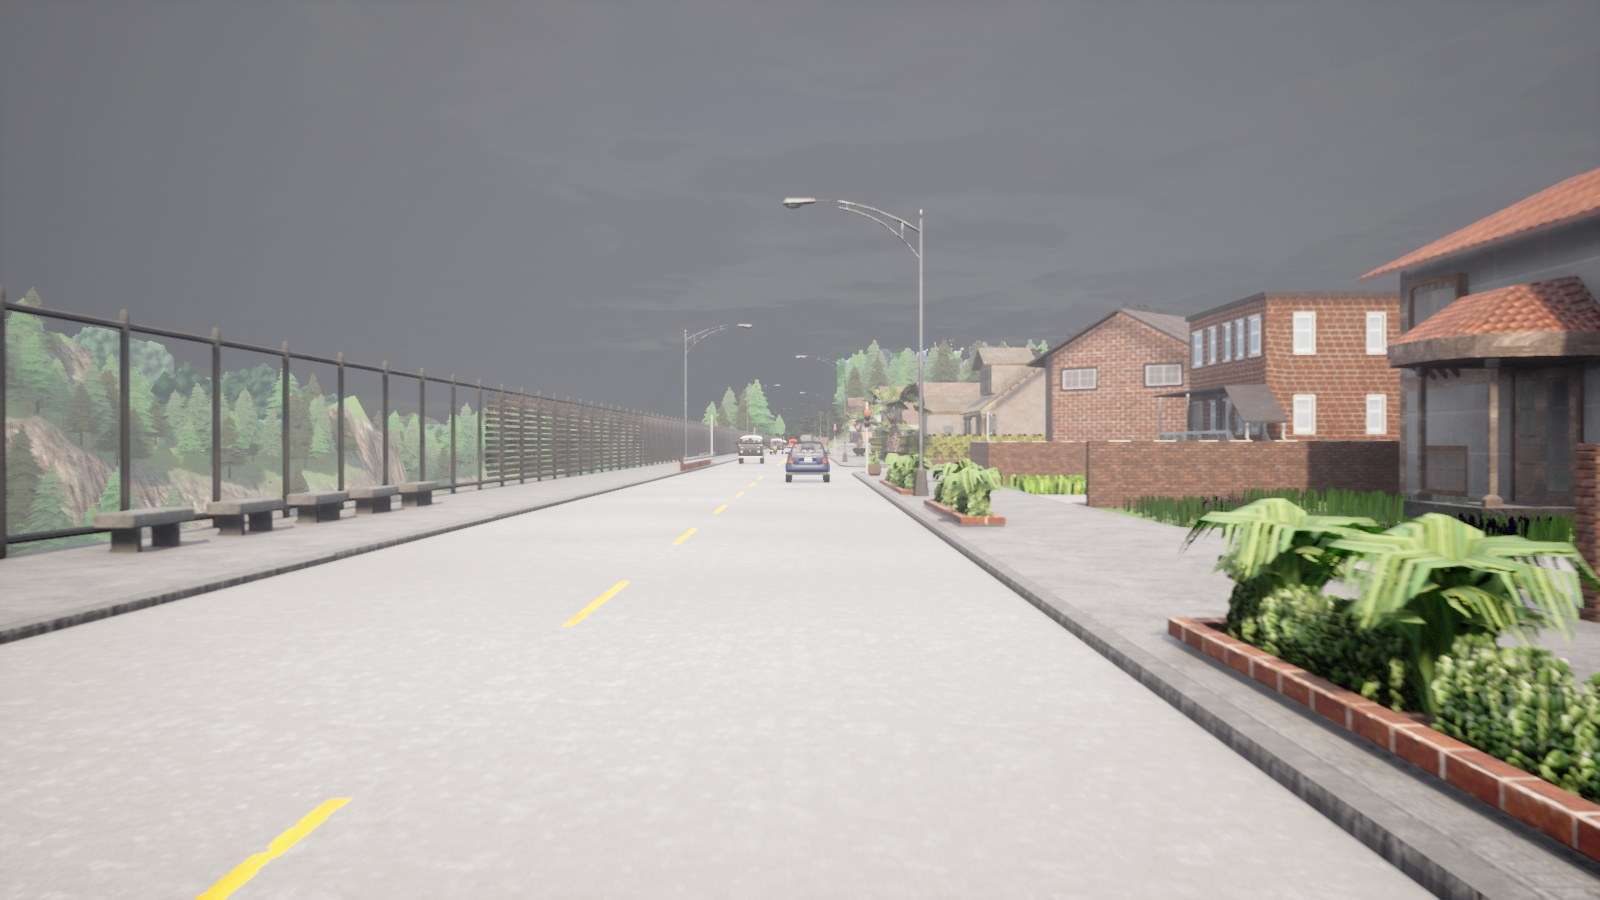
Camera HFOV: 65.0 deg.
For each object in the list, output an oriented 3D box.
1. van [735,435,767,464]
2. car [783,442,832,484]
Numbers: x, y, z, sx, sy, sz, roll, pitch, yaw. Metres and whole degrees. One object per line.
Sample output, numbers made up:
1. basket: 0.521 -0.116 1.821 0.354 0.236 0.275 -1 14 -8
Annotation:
1. van: -3.472 -0.039 89.888 2.069 2.038 4.480 0 0 0
2. car: 0.290 0.454 48.175 1.789 1.549 3.705 0 0 0
